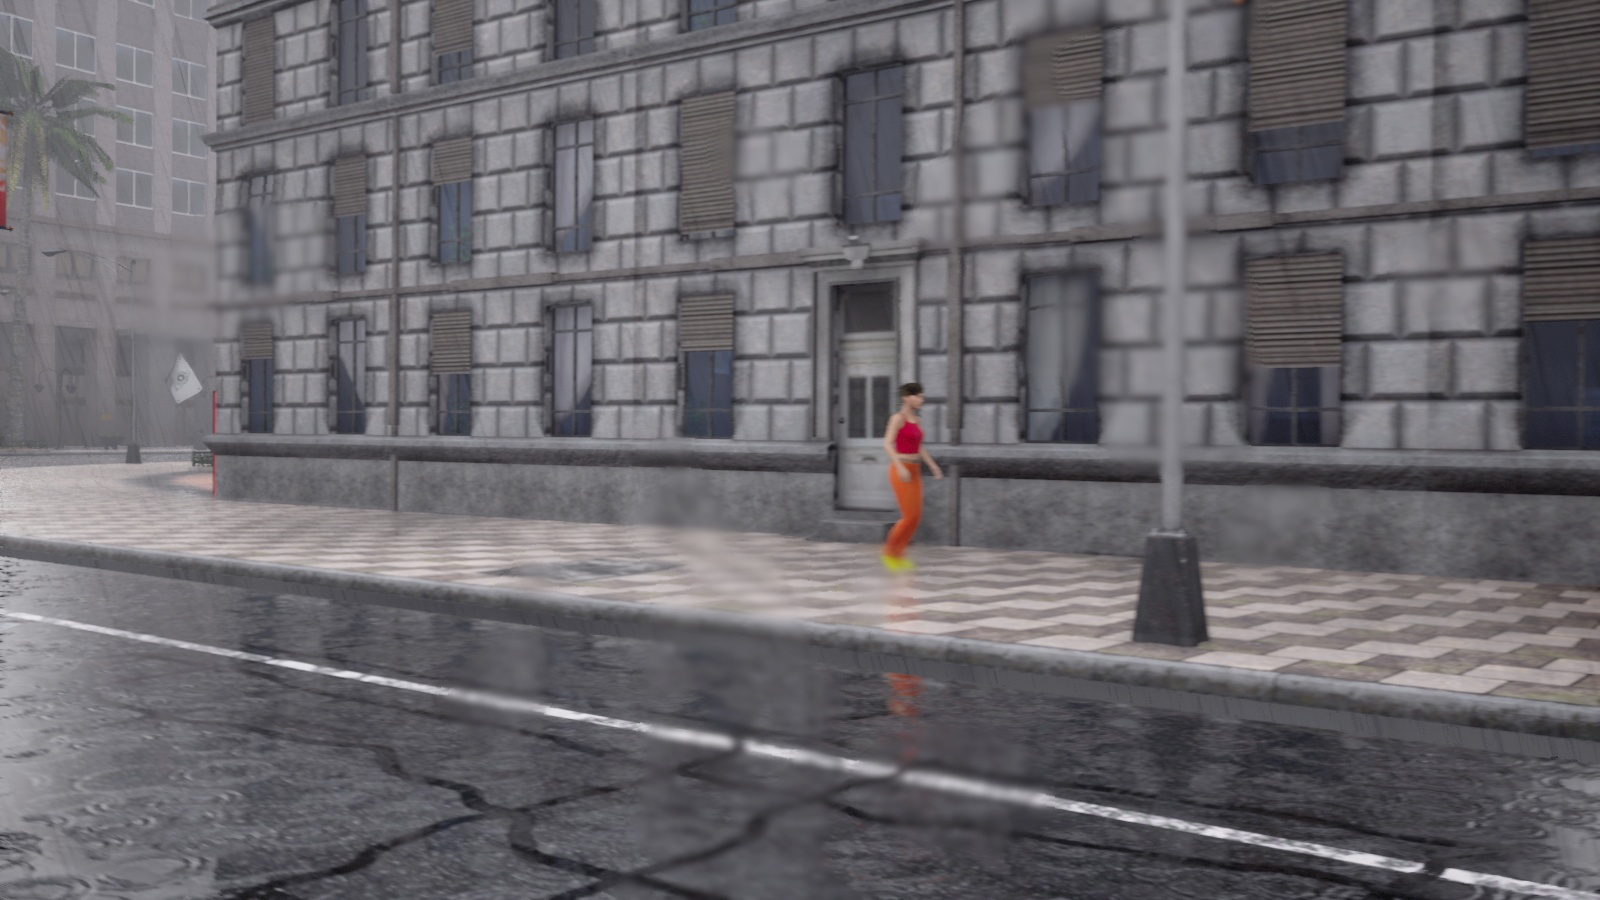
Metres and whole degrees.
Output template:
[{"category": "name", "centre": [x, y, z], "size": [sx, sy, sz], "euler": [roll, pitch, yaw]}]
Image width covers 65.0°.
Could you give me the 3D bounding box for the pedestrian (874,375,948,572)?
[{"category": "pedestrian", "centre": [1.060, 0.215, 12.013], "size": [0.594, 1.836, 0.345], "euler": [0, 1, 40]}]
